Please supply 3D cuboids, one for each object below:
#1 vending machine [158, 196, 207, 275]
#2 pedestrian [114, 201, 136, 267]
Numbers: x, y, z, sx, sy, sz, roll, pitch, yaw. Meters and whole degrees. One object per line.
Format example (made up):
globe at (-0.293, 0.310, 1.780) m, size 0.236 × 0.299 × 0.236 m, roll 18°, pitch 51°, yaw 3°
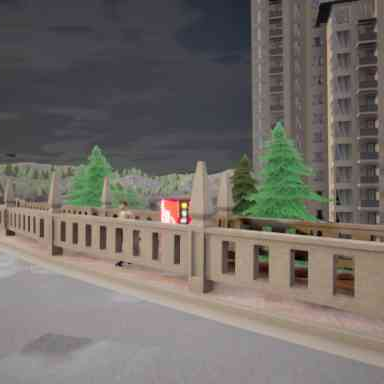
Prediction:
vending machine at (-0.263, 1.187, 9.718) m, size 0.880 × 2.100 × 1.100 m, roll -1°, pitch 0°, yaw 40°
pedestrian at (-1.887, 1.134, 9.294) m, size 0.375 × 1.860 × 0.375 m, roll -1°, pitch -1°, yaw 41°
